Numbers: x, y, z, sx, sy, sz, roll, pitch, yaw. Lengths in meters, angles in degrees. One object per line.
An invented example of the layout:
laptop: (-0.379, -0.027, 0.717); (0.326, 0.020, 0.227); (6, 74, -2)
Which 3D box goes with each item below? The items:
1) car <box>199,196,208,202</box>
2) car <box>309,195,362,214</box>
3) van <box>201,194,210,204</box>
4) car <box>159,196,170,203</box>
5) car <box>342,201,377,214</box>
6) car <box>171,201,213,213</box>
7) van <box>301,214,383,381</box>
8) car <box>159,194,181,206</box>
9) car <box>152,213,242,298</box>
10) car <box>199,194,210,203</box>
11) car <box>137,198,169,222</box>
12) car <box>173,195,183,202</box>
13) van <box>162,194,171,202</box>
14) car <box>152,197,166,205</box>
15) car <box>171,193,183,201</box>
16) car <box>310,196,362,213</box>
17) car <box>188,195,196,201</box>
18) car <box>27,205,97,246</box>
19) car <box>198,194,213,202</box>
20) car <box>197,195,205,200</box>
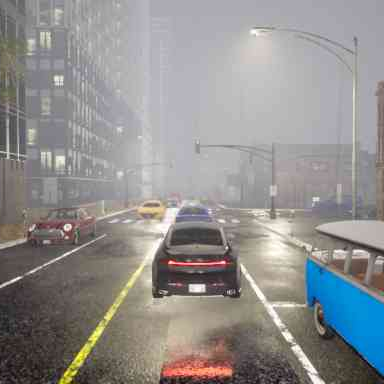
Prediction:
car: (2.591, 1.565, 75.539); (1.802, 1.307, 4.206); (-1, 0, 0)
car: (15.507, 1.349, 35.749); (5.566, 2.045, 2.150); (1, 1, 1)
van: (2.600, 1.326, 64.251); (1.690, 1.788, 3.998); (-1, 0, 0)
car: (-5.750, 1.550, 69.940); (1.947, 1.339, 4.313); (-1, 0, 0)
car: (16.382, 1.793, 29.957); (4.313, 1.339, 1.947); (1, 0, 1)
car: (0.070, 1.472, 17.956); (1.882, 1.535, 5.008); (0, 0, 0)
van: (2.669, 1.340, 3.986); (1.690, 1.788, 3.998); (-1, 0, 0)
car: (-3.116, 1.480, 48.220); (2.128, 1.511, 4.902); (0, 0, -1)
car: (0.088, 1.502, 8.468); (1.837, 1.490, 4.892); (0, 0, 0)
car: (2.593, 1.299, 69.895); (2.192, 1.841, 5.009); (-1, 0, 0)
car: (-3.133, 1.470, 26.462); (1.882, 1.535, 5.008); (0, 0, 0)
car: (-3.087, 1.508, 74.607); (2.128, 1.511, 4.902); (0, 0, 0)
van: (-5.760, 1.324, 75.584); (1.690, 1.788, 3.998); (-1, 0, 0)
car: (-5.737, 1.552, 58.651); (1.947, 1.339, 4.313); (-1, 0, 0)
car: (-3.122, 1.199, 62.784); (2.150, 2.045, 5.566); (0, 1, 2)
car: (16.481, 1.411, 38.334); (5.009, 1.841, 2.192); (1, 0, 1)
car: (-0.093, 1.481, 79.533); (1.837, 1.490, 4.892); (0, 0, 0)
car: (-5.722, 1.436, 15.060); (1.967, 1.590, 4.097); (-1, 0, 0)
car: (2.608, 1.426, 58.607); (1.967, 1.590, 4.097); (-1, 0, 0)
car: (2.571, 1.532, 92.471); (2.008, 1.369, 4.403); (-1, 0, 0)
